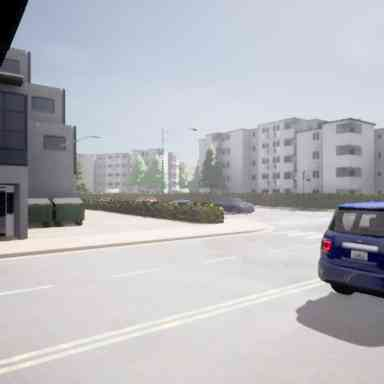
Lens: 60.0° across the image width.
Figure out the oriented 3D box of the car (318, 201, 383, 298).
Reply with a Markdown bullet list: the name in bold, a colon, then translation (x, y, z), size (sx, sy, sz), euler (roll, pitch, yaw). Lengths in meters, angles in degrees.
- **car**: translation (5.155, 1.218, 7.473), size (5.566, 2.045, 2.150), euler (0, 0, -36)

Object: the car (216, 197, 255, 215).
- **car**: translation (4.351, 1.341, 34.293), size (2.097, 1.767, 4.553), euler (0, 0, -36)

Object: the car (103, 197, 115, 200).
- **car**: translation (-13.218, 1.555, 52.533), size (1.994, 1.385, 4.181), euler (0, 0, -37)

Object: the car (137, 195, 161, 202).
- **car**: translation (-6.340, 1.341, 49.102), size (2.097, 1.767, 4.553), euler (0, 0, -36)

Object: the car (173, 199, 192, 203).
- **car**: translation (-0.839, 1.516, 35.512), size (1.812, 1.442, 4.674), euler (0, 0, -36)
